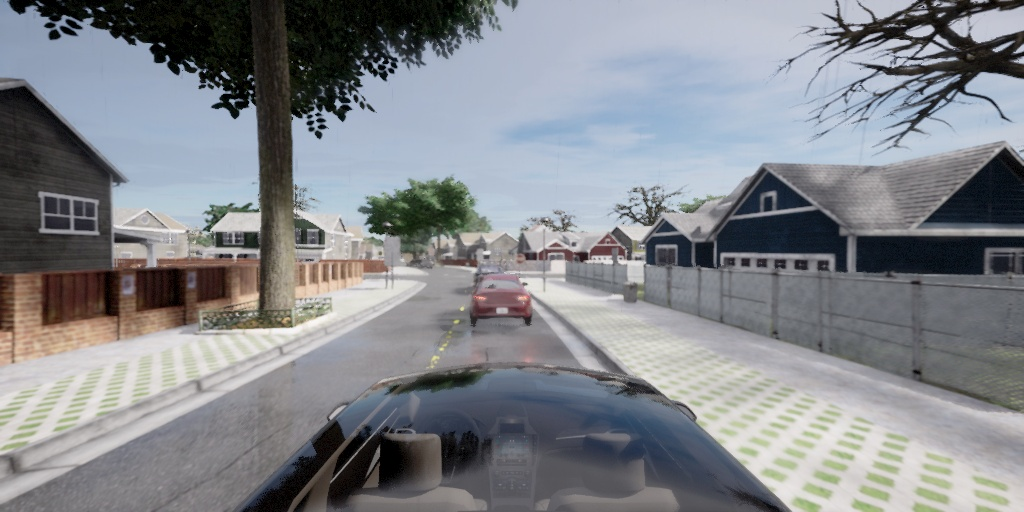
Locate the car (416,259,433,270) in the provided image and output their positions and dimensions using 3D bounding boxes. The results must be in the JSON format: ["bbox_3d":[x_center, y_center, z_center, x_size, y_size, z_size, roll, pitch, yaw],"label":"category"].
[{"bbox_3d":[-14.716,1.542,61.420,1.837,1.490,4.892,0,0,-21],"label":"car"}]

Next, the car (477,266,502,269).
[{"bbox_3d":[-1.380,1.313,21.551,2.128,1.511,4.902,0,0,-7],"label":"car"}]

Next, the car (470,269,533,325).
[{"bbox_3d":[-0.410,1.308,11.859,1.812,1.442,4.674,0,0,-4],"label":"car"}]
